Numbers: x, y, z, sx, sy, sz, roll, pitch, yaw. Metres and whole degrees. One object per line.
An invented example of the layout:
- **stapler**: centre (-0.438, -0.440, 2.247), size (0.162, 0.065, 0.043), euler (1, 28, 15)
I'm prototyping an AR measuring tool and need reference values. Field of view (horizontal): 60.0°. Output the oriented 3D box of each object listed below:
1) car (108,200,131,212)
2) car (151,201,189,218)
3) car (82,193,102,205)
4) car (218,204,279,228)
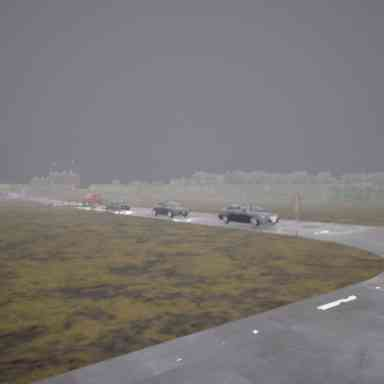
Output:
- **car**: centre (-9.373, 1.686, 42.061), size (1.994, 1.385, 4.181), euler (-2, 1, -35)
- **car**: centre (-2.172, 1.626, 31.961), size (1.837, 1.490, 4.892), euler (-2, 1, -36)
- **car**: centre (-17.677, 1.254, 58.688), size (2.150, 2.045, 5.566), euler (-2, 1, -36)
- **car**: centre (3.876, 1.596, 23.501), size (2.128, 1.511, 4.902), euler (-2, 1, -36)
